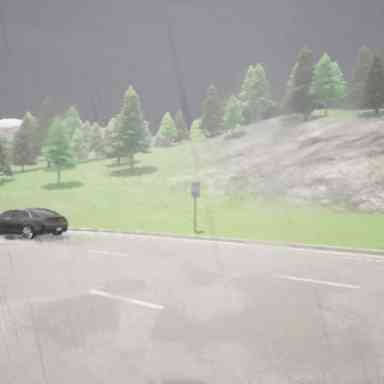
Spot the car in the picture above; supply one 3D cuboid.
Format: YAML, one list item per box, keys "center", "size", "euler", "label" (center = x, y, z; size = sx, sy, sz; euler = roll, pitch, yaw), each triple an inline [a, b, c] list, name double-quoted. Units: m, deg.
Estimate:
- center: [-8.568, 1.541, 16.941]
  size: [4.892, 1.490, 1.837]
  euler: [0, -1, 25]
  label: "car"
